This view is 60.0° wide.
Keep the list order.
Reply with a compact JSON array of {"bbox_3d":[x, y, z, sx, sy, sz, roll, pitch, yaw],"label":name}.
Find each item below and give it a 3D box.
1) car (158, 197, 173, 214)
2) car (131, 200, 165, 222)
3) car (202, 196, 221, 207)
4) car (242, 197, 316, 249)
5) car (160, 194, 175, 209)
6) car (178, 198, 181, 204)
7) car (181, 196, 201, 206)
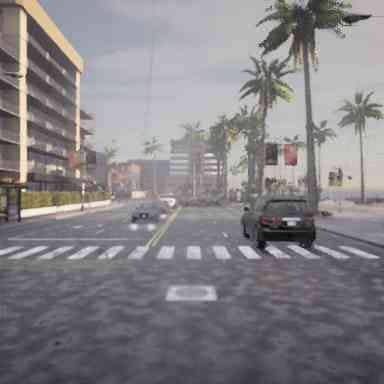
[{"bbox_3d":[-3.514,1.572,36.420,2.033,1.411,5.357,0,0,0],"label":"car"},{"bbox_3d":[-3.510,1.582,26.242,1.994,1.385,4.181,0,0,0],"label":"car"},{"bbox_3d":[3.337,1.388,53.634,2.097,1.767,4.553,0,0,-4],"label":"car"},{"bbox_3d":[3.594,1.231,14.672,2.150,2.045,5.566,0,0,0],"label":"car"},{"bbox_3d":[-3.520,1.253,46.790,2.150,2.045,5.566,0,0,0],"label":"car"},{"bbox_3d":[-1.502,1.607,63.941,1.994,1.385,4.181,0,0,-12],"label":"car"},{"bbox_3d":[-0.169,1.528,53.776,2.128,1.511,4.902,0,0,-4],"label":"car"}]
